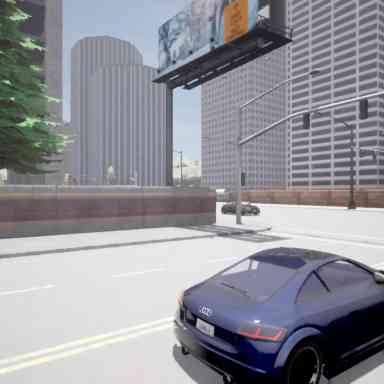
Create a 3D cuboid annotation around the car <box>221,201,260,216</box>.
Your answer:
[{"bbox_3d":[4.732,1.564,32.797,1.994,1.385,4.181,0,0,-35],"label":"car"}]

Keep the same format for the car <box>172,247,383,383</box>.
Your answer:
[{"bbox_3d":[1.796,1.564,5.074,4.181,1.385,1.994,0,0,-35],"label":"car"}]
